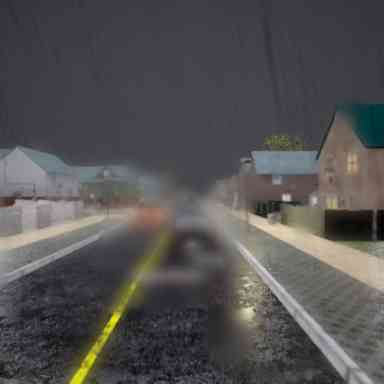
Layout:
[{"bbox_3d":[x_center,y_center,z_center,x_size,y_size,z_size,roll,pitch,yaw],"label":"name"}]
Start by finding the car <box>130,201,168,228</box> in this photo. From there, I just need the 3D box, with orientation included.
[{"bbox_3d":[-2.790,1.426,22.477,2.097,1.767,4.553,0,0,1],"label":"car"}]

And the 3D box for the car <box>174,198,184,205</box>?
[{"bbox_3d":[-2.742,2.018,72.227,2.033,1.411,5.357,0,-1,0],"label":"car"}]

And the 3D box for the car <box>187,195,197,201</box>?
[{"bbox_3d":[0.009,1.972,74.075,1.837,1.490,4.892,0,-1,0],"label":"car"}]

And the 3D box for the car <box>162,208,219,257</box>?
[{"bbox_3d":[0.049,1.560,13.023,1.812,1.442,4.674,0,0,1],"label":"car"}]

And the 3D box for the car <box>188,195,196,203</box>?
[{"bbox_3d":[0.011,1.701,85.785,2.150,2.045,5.566,0,-1,0],"label":"car"}]

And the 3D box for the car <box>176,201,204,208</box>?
[{"bbox_3d":[0.025,1.655,25.952,1.994,1.385,4.181,0,0,1],"label":"car"}]
